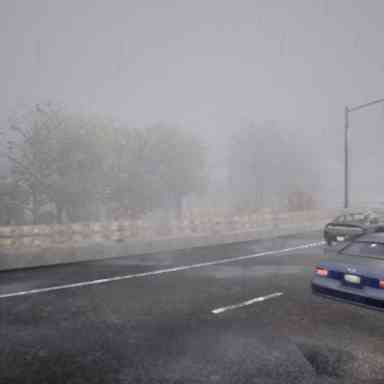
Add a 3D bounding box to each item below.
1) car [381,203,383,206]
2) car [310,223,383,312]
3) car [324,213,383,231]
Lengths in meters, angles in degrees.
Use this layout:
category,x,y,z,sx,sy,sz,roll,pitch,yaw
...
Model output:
category,x,y,z,sx,sy,sz,roll,pitch,yaw
car,46.591,2.812,78.742,1.994,1.385,4.181,0,-1,5
car,4.844,1.673,7.738,5.357,1.411,2.033,1,-1,-41
car,7.815,1.725,15.270,4.902,1.511,2.128,1,-1,-44
